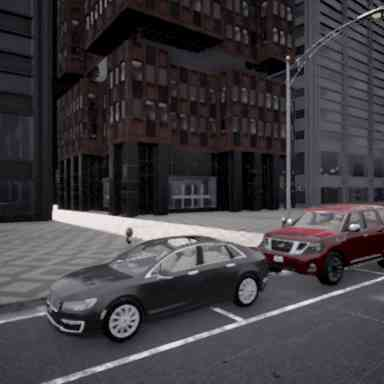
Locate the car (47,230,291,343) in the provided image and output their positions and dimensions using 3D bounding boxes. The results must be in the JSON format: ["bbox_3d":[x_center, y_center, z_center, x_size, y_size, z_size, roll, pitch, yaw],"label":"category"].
[{"bbox_3d":[-0.397,1.565,6.384,4.403,1.369,2.008,0,0,-36],"label":"car"}]

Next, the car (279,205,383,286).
[{"bbox_3d":[4.179,1.330,9.683,5.009,1.841,2.192,0,0,-36],"label":"car"}]
